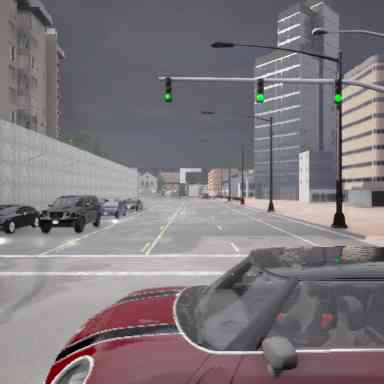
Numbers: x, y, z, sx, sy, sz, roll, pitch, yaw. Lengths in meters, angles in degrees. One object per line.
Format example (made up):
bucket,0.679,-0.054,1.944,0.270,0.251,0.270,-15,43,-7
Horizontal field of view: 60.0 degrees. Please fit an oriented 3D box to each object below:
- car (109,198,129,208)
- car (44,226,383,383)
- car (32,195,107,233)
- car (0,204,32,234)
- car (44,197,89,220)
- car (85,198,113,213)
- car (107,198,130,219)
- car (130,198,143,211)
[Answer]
car,-10.586,1.601,48.369,1.895,1.301,4.718,0,0,0
car,0.999,1.349,3.142,4.553,1.767,2.097,0,0,0
car,-7.109,1.221,20.056,2.150,2.045,5.566,0,0,0
car,-10.612,1.505,19.423,1.837,1.490,4.892,0,0,0
car,-10.617,1.352,28.491,2.097,1.767,4.553,0,0,0
car,-10.617,1.505,38.309,1.837,1.490,4.892,0,0,0
car,-7.117,1.526,29.696,1.812,1.442,4.674,0,0,0
car,-7.115,1.491,40.039,2.128,1.511,4.902,0,0,0
